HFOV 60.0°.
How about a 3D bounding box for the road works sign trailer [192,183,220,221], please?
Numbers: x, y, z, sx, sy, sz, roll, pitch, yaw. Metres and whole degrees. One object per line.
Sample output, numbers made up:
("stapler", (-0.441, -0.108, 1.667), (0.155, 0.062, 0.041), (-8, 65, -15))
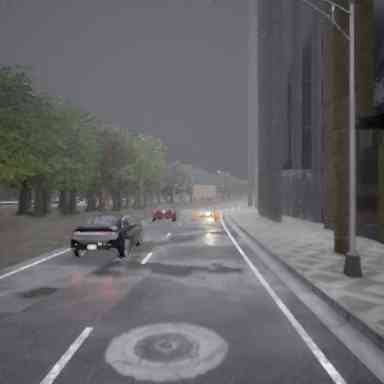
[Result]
("road works sign trailer", (1.201, 0.948, 31.856), (2.380, 3.560, 2.880), (0, -1, -2))

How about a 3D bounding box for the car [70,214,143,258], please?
("car", (-3.168, 1.600, 13.176), (2.128, 1.511, 4.902), (0, -1, 1))

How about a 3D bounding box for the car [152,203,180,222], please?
("car", (-2.320, 1.810, 31.125), (2.097, 1.767, 4.553), (0, -1, 4))
